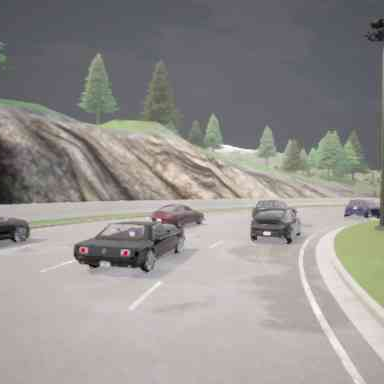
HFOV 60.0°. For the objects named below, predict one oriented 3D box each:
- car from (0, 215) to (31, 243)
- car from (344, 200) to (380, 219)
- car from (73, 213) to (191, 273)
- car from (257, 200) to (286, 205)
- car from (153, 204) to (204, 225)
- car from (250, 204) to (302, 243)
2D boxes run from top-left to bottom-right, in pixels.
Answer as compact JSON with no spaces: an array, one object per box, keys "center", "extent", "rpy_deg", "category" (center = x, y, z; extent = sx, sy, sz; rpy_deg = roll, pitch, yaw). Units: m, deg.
[{"center":[-8.471,1.409,12.844],"extent":[2.128,1.511,4.902],"rpy_deg":[0,0,15],"category":"car"},{"center":[16.393,1.508,31.703],"extent":[4.553,1.767,2.097],"rpy_deg":[1,0,-43],"category":"car"},{"center":[-1.679,1.584,10.787],"extent":[1.895,1.301,4.718],"rpy_deg":[1,0,15],"category":"car"},{"center":[6.642,1.414,26.652],"extent":[2.097,1.767,4.553],"rpy_deg":[1,0,39],"category":"car"},{"center":[-0.903,1.516,21.678],"extent":[1.812,1.442,4.674],"rpy_deg":[0,0,28],"category":"car"},{"center":[4.243,1.545,16.535],"extent":[1.837,1.490,4.892],"rpy_deg":[0,0,25],"category":"car"}]
